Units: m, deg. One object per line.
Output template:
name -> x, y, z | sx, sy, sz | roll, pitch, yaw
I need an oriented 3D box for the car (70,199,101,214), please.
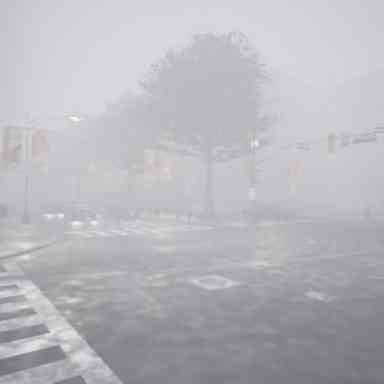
car -> -12.564, 1.654, 39.041 | 2.128, 1.511, 4.902 | 1, -1, -35

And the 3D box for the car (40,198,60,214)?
car -> -15.726, 1.686, 37.443 | 1.994, 1.385, 4.181 | 1, 0, -36

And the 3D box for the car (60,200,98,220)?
car -> -9.922, 1.643, 29.312 | 1.812, 1.442, 4.674 | 1, 0, -34

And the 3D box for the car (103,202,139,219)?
car -> -6.608, 1.648, 30.704 | 2.128, 1.511, 4.902 | 1, -1, -36

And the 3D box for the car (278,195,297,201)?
car -> 25.842, 1.901, 90.122 | 2.435, 2.045, 5.566 | 1, -1, -36

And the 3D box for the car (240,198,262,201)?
car -> 12.125, 1.888, 64.704 | 2.002, 1.452, 4.674 | 1, -1, -36

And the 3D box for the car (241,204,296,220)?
car -> 7.105, 1.834, 31.386 | 2.033, 1.411, 5.357 | 1, 0, -39

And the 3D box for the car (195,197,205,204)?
car -> 1.656, 1.939, 72.197 | 2.161, 1.482, 4.786 | 1, -1, -36
